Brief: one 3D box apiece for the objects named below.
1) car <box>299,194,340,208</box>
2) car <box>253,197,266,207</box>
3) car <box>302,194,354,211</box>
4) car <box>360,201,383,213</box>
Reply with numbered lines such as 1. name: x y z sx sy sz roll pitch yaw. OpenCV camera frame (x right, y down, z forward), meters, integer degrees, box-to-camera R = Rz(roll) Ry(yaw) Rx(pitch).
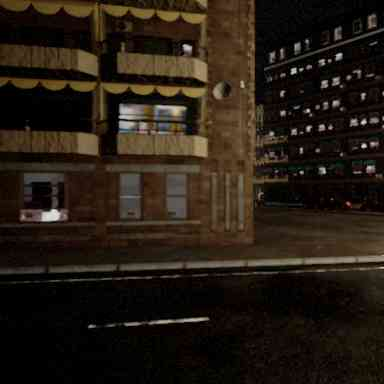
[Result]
1. car: 18.431 1.229 48.302 2.192 1.841 5.009 2 -1 -42
2. car: 8.364 1.353 46.913 1.887 1.381 4.507 2 -1 -42
3. car: 15.948 1.262 38.574 2.192 1.841 5.009 2 -1 -42
4. car: 19.729 1.597 34.403 1.802 1.307 4.206 2 -1 -42
